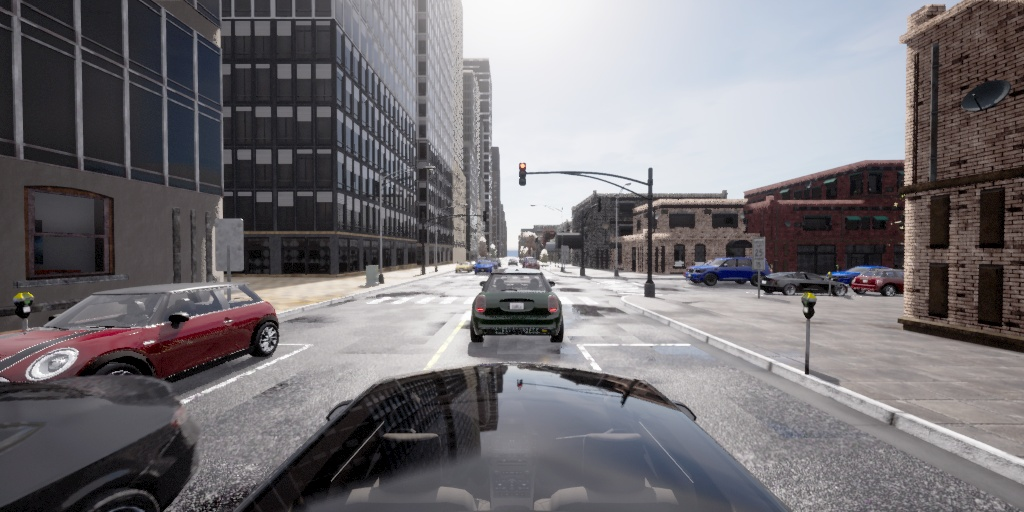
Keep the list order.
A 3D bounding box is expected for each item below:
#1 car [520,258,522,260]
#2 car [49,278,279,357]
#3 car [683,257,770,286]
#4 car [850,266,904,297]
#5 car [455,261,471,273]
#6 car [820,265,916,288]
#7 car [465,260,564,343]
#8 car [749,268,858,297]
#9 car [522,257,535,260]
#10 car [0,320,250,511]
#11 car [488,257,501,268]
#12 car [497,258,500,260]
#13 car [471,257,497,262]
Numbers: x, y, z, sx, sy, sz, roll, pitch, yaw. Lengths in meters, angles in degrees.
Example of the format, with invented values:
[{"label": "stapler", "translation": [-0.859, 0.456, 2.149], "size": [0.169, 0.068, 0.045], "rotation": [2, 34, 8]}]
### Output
[{"label": "car", "translation": [2.769, 1.052, 60.371], "size": [2.192, 1.841, 5.009], "rotation": [0, 0, 0]}, {"label": "car", "translation": [-5.687, 1.189, 5.557], "size": [1.967, 1.591, 4.097], "rotation": [0, 0, 0]}, {"label": "car", "translation": [15.763, 1.105, 26.190], "size": [5.566, 2.045, 2.150], "rotation": [1, 1, 1]}, {"label": "car", "translation": [21.984, 1.474, 20.324], "size": [4.097, 1.591, 1.967], "rotation": [0, 0, 1]}, {"label": "car", "translation": [-5.773, 1.265, 43.335], "size": [1.751, 1.417, 4.829], "rotation": [0, 0, 0]}, {"label": "car", "translation": [25.731, 1.456, 26.051], "size": [5.008, 1.535, 1.882], "rotation": [1, 1, 1]}, {"label": "car", "translation": [0.146, 1.100, 9.857], "size": [2.097, 1.767, 4.553], "rotation": [0, 0, 1]}, {"label": "car", "translation": [16.436, 1.547, 20.403], "size": [4.313, 1.339, 1.948], "rotation": [0, 0, 1]}, {"label": "car", "translation": [2.753, 1.179, 49.082], "size": [1.967, 1.591, 4.097], "rotation": [0, 0, 0]}, {"label": "car", "translation": [-3.104, 1.276, 0.635], "size": [1.812, 1.442, 4.674], "rotation": [0, 0, 0]}, {"label": "car", "translation": [-2.984, 1.088, 62.810], "size": [2.097, 1.767, 4.553], "rotation": [0, 0, 0]}, {"label": "car", "translation": [-3.032, 1.090, 49.994], "size": [2.097, 1.767, 4.553], "rotation": [0, 0, 0]}, {"label": "car", "translation": [-3.051, 1.218, 39.838], "size": [1.882, 1.535, 5.008], "rotation": [0, 0, 0]}]
